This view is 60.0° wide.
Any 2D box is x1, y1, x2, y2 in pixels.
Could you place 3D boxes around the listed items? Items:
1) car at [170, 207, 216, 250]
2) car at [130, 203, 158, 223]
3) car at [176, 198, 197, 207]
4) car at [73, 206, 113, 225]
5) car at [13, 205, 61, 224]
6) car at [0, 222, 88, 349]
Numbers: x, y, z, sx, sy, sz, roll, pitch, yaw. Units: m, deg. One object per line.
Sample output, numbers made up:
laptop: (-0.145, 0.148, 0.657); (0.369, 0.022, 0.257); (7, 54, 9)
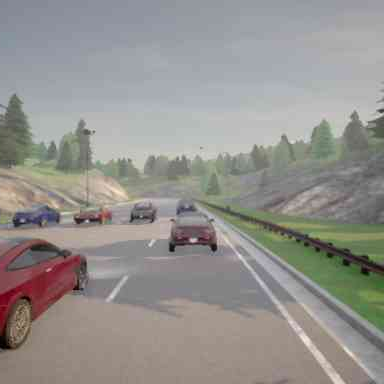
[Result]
car: (0.016, 1.587, 14.423); (1.812, 1.442, 4.674); (0, 0, -1)
car: (-3.815, 1.607, 26.870); (2.128, 1.511, 4.902); (0, 0, -2)
car: (-0.599, 1.500, 34.928); (2.097, 1.767, 4.553); (0, 0, -2)
car: (-7.248, 1.708, 24.958); (1.895, 1.301, 4.718); (0, 0, -2)
car: (-10.695, 1.626, 23.174); (1.812, 1.442, 4.674); (0, 0, -2)
car: (-3.405, 1.553, 6.153); (1.812, 1.442, 4.674); (0, 0, 0)
